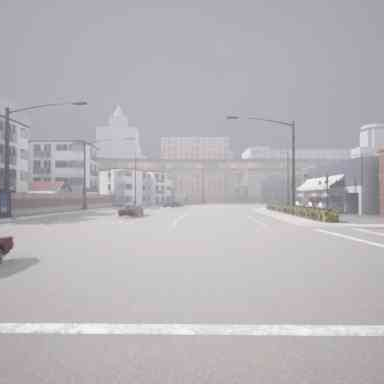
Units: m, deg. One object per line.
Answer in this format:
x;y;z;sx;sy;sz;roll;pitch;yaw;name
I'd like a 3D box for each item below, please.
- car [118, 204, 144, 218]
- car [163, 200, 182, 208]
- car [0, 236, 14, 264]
-6.372;1.984;35.122;1.895;1.301;4.718;0;-1;3;car
-3.602;2.201;60.819;1.994;1.385;4.181;0;-1;27;car
-7.005;1.686;9.124;1.895;1.301;4.718;0;-1;0;car
